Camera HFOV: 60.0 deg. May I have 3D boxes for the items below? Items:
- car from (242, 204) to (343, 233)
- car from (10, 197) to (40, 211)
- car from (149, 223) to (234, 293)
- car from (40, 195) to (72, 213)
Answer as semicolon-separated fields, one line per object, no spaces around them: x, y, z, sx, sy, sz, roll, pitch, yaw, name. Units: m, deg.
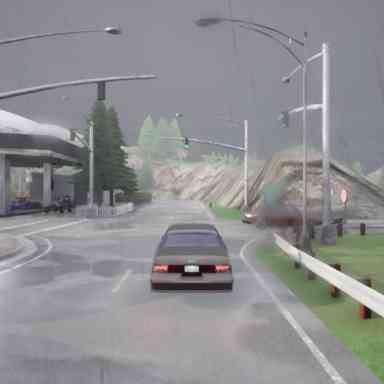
5.364;1.372;18.214;5.357;1.411;2.033;-1;0;42;car
-20.271;1.466;40.689;2.242;1.667;4.611;0;0;-1;car
-0.002;1.544;8.986;2.033;1.411;5.357;0;0;0;car
-14.560;1.301;36.416;1.905;1.878;3.866;0;0;-1;car
